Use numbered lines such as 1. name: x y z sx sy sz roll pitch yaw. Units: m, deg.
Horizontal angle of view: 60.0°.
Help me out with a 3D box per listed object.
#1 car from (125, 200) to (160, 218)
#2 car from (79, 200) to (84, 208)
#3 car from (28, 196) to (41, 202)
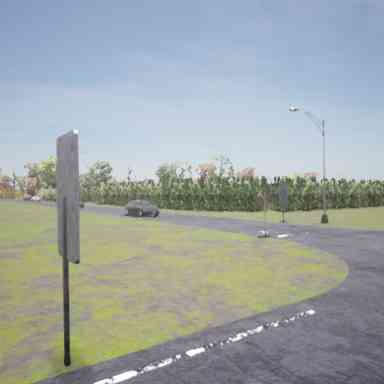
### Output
1. car: -4.876 1.604 32.081 1.837 1.490 4.892 -1 0 -36
2. car: -17.637 1.747 49.860 1.994 1.385 4.181 -1 0 -36
3. car: -39.824 1.815 84.800 1.812 1.442 4.674 -1 0 -36
